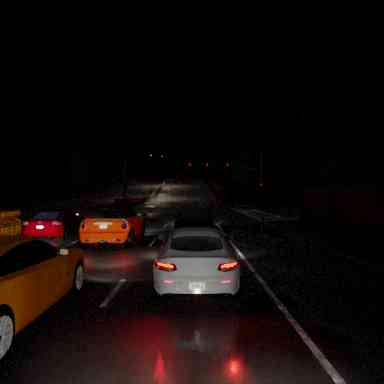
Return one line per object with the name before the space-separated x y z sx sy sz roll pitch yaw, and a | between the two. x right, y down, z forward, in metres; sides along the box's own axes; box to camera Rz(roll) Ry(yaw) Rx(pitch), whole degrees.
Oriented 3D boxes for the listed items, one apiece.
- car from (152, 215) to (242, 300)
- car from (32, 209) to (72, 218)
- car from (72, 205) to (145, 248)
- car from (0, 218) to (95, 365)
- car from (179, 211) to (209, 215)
car | 0.094 1.526 8.273 1.812 1.442 4.674 0 0 0
car | -6.906 1.564 17.118 1.994 1.385 4.181 0 0 0
car | -3.406 1.352 14.922 2.097 1.767 4.553 0 0 0
car | -3.403 1.478 5.749 1.882 1.535 5.008 0 0 0
car | 0.094 1.601 17.162 1.895 1.301 4.718 0 0 0
